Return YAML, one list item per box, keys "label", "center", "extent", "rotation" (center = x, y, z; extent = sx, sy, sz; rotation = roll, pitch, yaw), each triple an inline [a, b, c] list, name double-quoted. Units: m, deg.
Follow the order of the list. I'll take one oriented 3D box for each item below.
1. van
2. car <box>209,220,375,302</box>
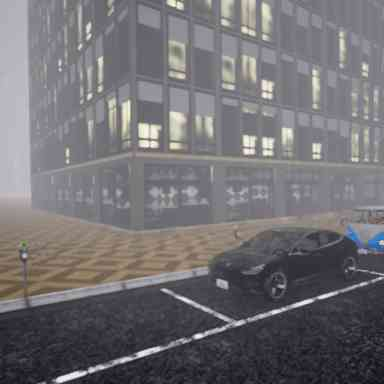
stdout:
- label: "van"
  center: [7.001, 1.316, 11.535]
  extent: [3.998, 1.788, 1.690]
  rotation: [0, -1, -36]
- label: "car"
  center: [2.410, 1.553, 8.253]
  extent: [4.313, 1.339, 1.947]
  rotation: [0, -1, -36]
